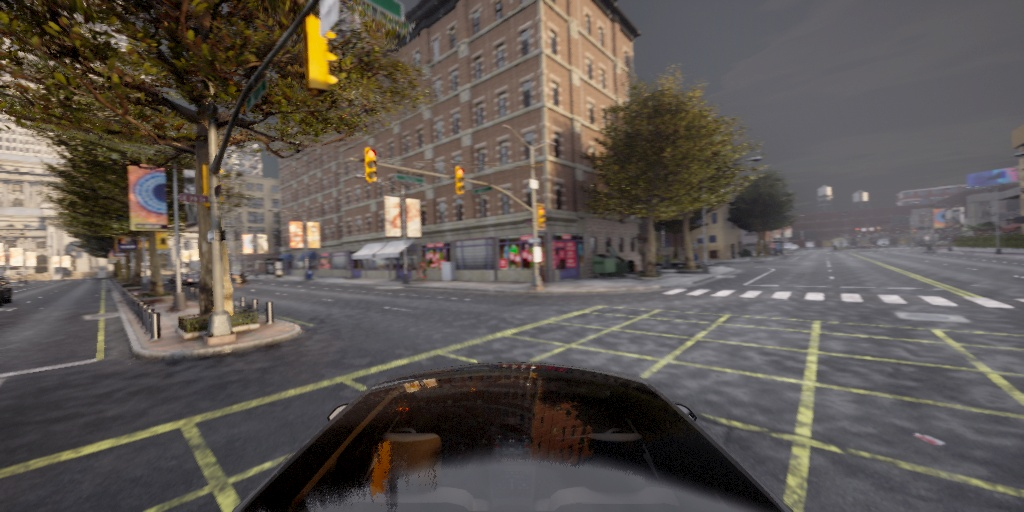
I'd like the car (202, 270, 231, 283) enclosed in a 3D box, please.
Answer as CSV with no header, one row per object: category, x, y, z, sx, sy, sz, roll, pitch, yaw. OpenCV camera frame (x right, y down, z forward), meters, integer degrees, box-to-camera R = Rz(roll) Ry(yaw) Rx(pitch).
car,-38.710,2.690,46.981,4.902,1.511,2.128,-2,0,41

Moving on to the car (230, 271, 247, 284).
car,-31.831,2.446,40.922,4.892,1.490,1.837,-2,0,41

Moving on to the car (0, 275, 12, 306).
car,-34.755,2.279,23.384,5.566,2.045,2.150,-2,0,41

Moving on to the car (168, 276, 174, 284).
car,-41.019,2.835,44.354,5.357,1.411,2.033,-2,0,41

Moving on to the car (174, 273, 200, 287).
car,-33.515,2.553,37.744,5.357,1.411,2.033,-2,0,41

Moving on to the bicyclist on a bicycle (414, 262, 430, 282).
bicyclist on a bicycle,-7.547,1.326,30.025,0.582,1.620,1.656,-2,0,41
